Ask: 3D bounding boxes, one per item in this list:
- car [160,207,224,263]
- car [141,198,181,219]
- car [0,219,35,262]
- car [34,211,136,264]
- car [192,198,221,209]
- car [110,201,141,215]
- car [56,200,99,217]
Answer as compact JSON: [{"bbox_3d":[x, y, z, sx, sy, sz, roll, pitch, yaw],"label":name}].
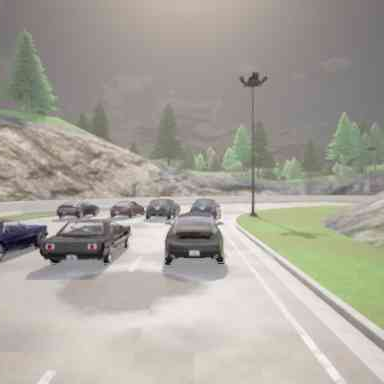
[{"bbox_3d":[0.081,1.488,11.852,1.837,1.490,4.892,0,0,0],"label":"car"},{"bbox_3d":[-2.304,1.313,28.065,2.097,1.767,4.553,0,0,11],"label":"car"},{"bbox_3d":[-6.918,1.584,11.756,1.895,1.301,4.718,0,0,0],"label":"car"},{"bbox_3d":[-3.418,1.584,11.716,1.895,1.301,4.718,0,0,0],"label":"car"},{"bbox_3d":[1.246,1.313,28.051,2.097,1.767,4.553,0,0,12],"label":"car"},{"bbox_3d":[-5.612,1.485,29.291,1.812,1.442,4.674,0,0,12],"label":"car"},{"bbox_3d":[-9.578,1.452,28.348,2.128,1.511,4.902,0,0,9],"label":"car"}]
